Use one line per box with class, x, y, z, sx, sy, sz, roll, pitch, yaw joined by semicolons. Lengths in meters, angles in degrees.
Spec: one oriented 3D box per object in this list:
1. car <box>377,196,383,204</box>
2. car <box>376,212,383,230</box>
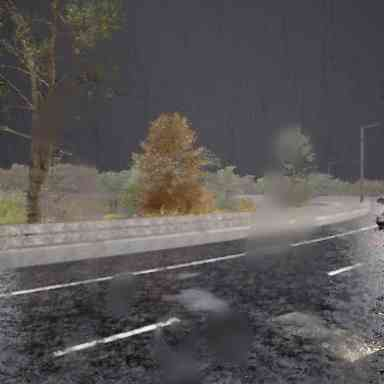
car;36.138;1.503;62.276;2.128;1.511;4.902;0;0;14
car;13.023;1.654;20.649;1.895;1.301;4.718;0;0;42
